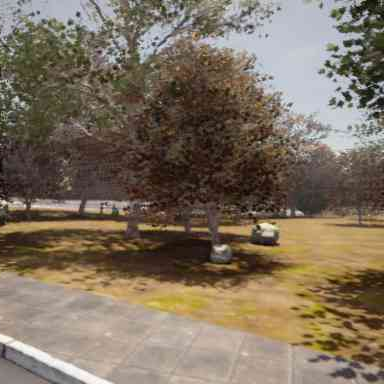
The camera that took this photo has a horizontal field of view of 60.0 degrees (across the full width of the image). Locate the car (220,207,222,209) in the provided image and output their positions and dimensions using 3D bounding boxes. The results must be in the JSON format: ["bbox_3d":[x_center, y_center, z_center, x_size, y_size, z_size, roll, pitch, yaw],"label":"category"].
[{"bbox_3d":[6.777,3.297,62.356,4.892,1.490,1.837,3,0,-44],"label":"car"}]

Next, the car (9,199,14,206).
[{"bbox_3d":[-20.848,0.659,34.082,1.882,1.535,5.008,2,-2,31],"label":"car"}]

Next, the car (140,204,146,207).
[{"bbox_3d":[-6.200,2.427,54.249,5.357,1.411,2.033,6,-2,-44],"label":"car"}]
